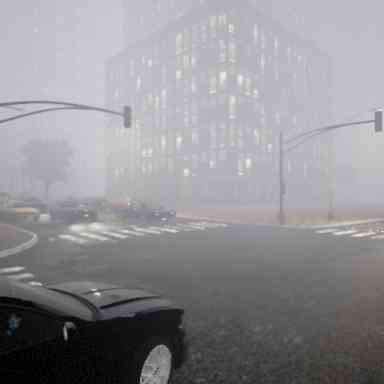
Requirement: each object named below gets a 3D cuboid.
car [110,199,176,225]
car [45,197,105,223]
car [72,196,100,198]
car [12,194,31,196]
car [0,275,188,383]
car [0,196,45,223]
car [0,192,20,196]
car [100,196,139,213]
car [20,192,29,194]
[{"bbox_3d":[-3.262,1.365,22.344,1.895,1.301,4.718,0,1,-43],"label":"car"},{"bbox_3d":[-8.054,1.284,22.616,1.994,1.385,4.181,0,1,-43],"label":"car"},{"bbox_3d":[-9.647,1.134,32.733,1.947,1.339,4.313,1,0,-43],"label":"car"},{"bbox_3d":[-14.158,1.143,29.065,1.994,1.385,4.181,0,1,-43],"label":"car"},{"bbox_3d":[-2.159,1.479,2.905,1.882,1.535,5.008,1,0,43],"label":"car"},{"bbox_3d":[-11.831,1.212,22.730,1.752,1.417,4.829,1,0,-43],"label":"car"},{"bbox_3d":[-20.837,0.774,36.116,2.097,1.767,4.553,0,1,-43],"label":"car"},{"bbox_3d":[-5.903,1.093,28.902,1.967,1.590,4.097,1,0,-43],"label":"car"},{"bbox_3d":[-25.323,0.632,49.276,1.967,1.590,4.097,1,0,-43],"label":"car"}]
